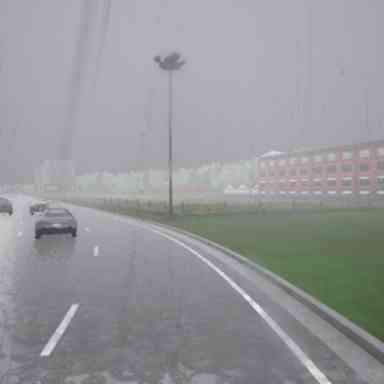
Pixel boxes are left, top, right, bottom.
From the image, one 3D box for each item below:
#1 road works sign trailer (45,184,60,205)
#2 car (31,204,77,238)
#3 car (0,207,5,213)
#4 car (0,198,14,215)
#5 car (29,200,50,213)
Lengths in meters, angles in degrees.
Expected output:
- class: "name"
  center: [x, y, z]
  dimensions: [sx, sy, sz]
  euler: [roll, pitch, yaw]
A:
- class: "road works sign trailer"
  center: [-24.423, 0.470, 58.135]
  dimensions: [2.380, 3.560, 2.880]
  euler: [0, 0, -28]
- class: "car"
  center: [-7.366, 1.565, 17.980]
  dimensions: [1.994, 1.385, 4.181]
  euler: [0, 0, -23]
- class: "car"
  center: [-9.610, 1.565, 13.870]
  dimensions: [2.033, 1.411, 5.357]
  euler: [0, 0, -19]
- class: "car"
  center: [-19.471, 1.378, 33.977]
  dimensions: [2.097, 1.767, 4.553]
  euler: [0, 0, -28]
- class: "car"
  center: [-15.911, 1.534, 34.790]
  dimensions: [1.812, 1.442, 4.674]
  euler: [0, 0, -28]
